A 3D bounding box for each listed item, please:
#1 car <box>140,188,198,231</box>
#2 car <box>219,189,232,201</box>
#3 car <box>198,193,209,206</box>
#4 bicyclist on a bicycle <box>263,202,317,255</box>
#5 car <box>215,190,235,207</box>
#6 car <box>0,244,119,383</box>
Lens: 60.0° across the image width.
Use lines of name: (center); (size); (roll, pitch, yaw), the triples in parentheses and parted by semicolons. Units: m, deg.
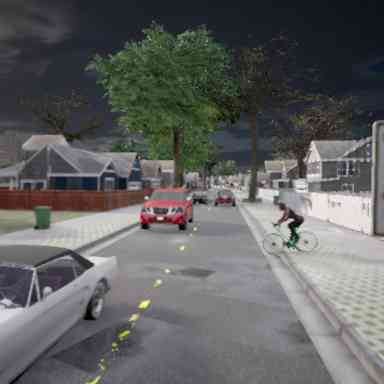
car: (-1.174, 0.799, 17.952); (2.150, 2.045, 5.566); (1, 1, 6)
car: (4.981, 0.410, 49.571); (1.837, 1.490, 4.892); (1, 2, 6)
car: (0.778, 0.768, 36.607); (1.895, 1.301, 4.718); (1, 1, 6)
bicyclist on a bicycle: (2.973, 1.117, 10.226); (1.656, 1.620, 0.582); (-4, 1, 6)
car: (3.583, 0.562, 35.779); (2.097, 1.767, 4.553); (1, 1, 7)
car: (-2.576, 1.477, 4.253); (1.895, 1.301, 4.718); (1, 1, 6)
